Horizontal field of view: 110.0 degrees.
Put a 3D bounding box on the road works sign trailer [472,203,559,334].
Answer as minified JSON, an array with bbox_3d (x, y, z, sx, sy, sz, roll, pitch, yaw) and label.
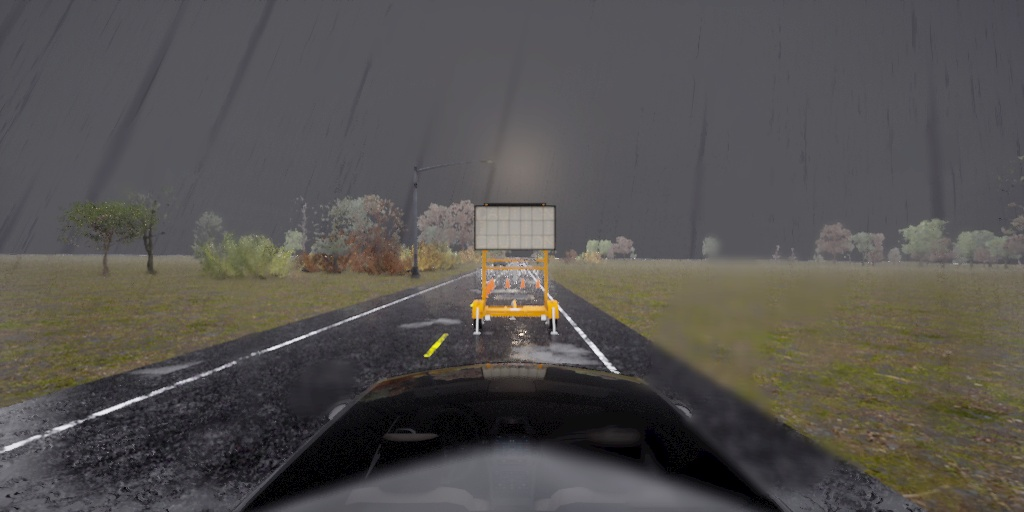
[{"bbox_3d":[0.091,0.239,10.685,2.380,3.560,2.880,0,0,0],"label":"road works sign trailer"}]
